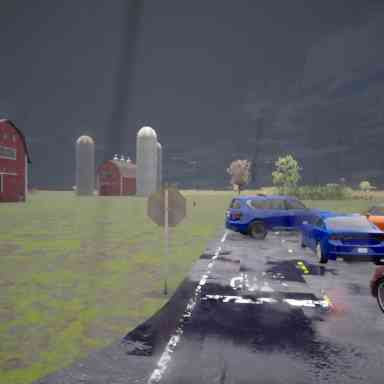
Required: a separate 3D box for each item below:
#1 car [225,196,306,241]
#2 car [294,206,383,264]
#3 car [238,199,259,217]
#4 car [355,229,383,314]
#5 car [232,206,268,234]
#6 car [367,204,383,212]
[{"bbox_3d":[4.428,1.220,16.590,5.566,2.045,2.150,0,0,-8],"label":"car"},{"bbox_3d":[5.112,1.481,11.761,1.882,1.535,5.008,0,0,8],"label":"car"},{"bbox_3d":[5.424,1.504,31.911,1.837,1.490,4.892,0,0,9],"label":"car"},{"bbox_3d":[4.620,1.529,4.584,1.812,1.442,4.674,0,0,-9],"label":"car"},{"bbox_3d":[3.513,1.602,20.267,1.895,1.301,4.718,0,0,9],"label":"car"},{"bbox_3d":[9.228,1.371,16.051,4.553,1.767,2.097,0,0,42],"label":"car"}]
